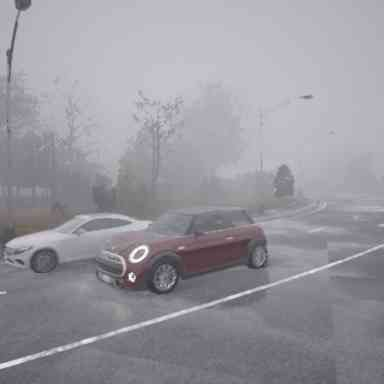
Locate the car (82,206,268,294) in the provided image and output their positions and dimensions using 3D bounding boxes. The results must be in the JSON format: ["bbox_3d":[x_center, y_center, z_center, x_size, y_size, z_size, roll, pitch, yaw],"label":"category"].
[{"bbox_3d":[-0.121,1.219,8.603,4.553,1.767,2.097,-2,1,-39],"label":"car"}]

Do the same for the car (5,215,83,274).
[{"bbox_3d":[-3.265,1.431,10.538,4.674,1.442,1.812,-3,2,-38],"label":"car"}]
